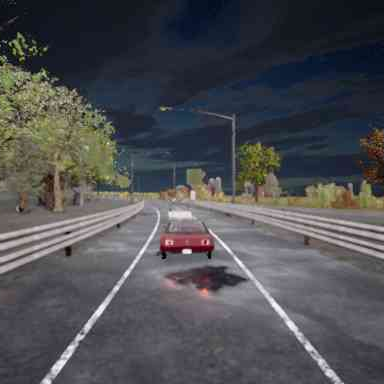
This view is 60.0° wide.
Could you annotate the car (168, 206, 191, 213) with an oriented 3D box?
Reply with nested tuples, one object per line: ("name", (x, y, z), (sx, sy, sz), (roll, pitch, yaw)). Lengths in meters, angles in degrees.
("car", (-1.116, 1.877, 28.416), (1.895, 1.301, 4.718), (0, -1, -4))

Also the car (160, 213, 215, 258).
("car", (-0.236, 1.735, 13.363), (1.895, 1.301, 4.718), (0, -1, -2))
